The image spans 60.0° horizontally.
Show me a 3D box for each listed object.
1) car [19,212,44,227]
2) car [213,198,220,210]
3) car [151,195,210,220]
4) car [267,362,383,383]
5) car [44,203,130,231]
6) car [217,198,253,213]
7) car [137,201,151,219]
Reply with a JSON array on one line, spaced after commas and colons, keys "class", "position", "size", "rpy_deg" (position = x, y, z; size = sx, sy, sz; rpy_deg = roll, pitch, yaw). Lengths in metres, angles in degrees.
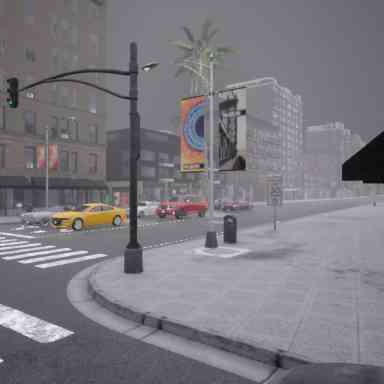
[{"class": "car", "position": [-9.254, 1.615, 23.065], "size": [1.895, 1.301, 4.718], "rpy_deg": [0, 0, 35]}, {"class": "car", "position": [3.680, 1.535, 41.380], "size": [1.882, 1.535, 5.008], "rpy_deg": [0, 1, 36]}, {"class": "car", "position": [-0.765, 1.257, 29.457], "size": [2.150, 2.045, 5.566], "rpy_deg": [0, 0, 35]}, {"class": "car", "position": [2.206, 1.551, 1.274], "size": [4.403, 1.369, 2.008], "rpy_deg": [0, 0, 35]}, {"class": "car", "position": [-6.491, 1.496, 21.325], "size": [1.882, 1.535, 5.008], "rpy_deg": [0, 0, 35]}, {"class": "car", "position": [5.188, 1.657, 37.890], "size": [1.895, 1.301, 4.718], "rpy_deg": [0, 0, 35]}, {"class": "car", "position": [-4.159, 1.555, 30.278], "size": [1.812, 1.442, 4.674], "rpy_deg": [0, 0, 35]}]
